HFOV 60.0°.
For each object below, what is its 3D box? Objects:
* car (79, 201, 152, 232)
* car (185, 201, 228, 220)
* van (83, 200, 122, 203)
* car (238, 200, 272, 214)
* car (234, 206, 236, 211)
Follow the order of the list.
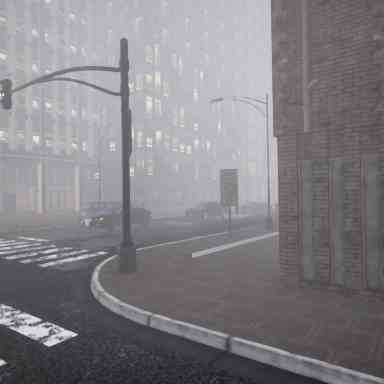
[{"bbox_3d":[-4.599,1.558,20.949,2.128,1.511,4.902,-1,-1,34],"label":"car"},{"bbox_3d":[1.329,1.563,29.197,1.882,1.535,5.008,-1,-1,36],"label":"car"},{"bbox_3d":[-5.974,1.460,23.464,1.690,1.788,3.998,-2,-1,36],"label":"van"},{"bbox_3d":[7.282,1.707,37.485,1.895,1.301,4.718,-1,-1,36],"label":"car"},{"bbox_3d":[6.864,1.689,41.370,1.752,1.417,4.829,-2,-1,36],"label":"car"}]
